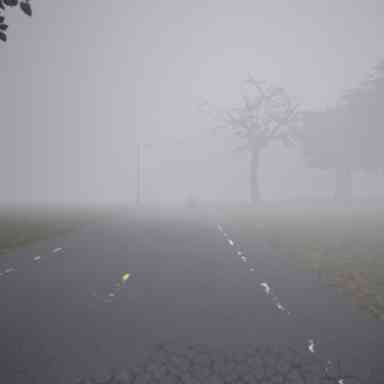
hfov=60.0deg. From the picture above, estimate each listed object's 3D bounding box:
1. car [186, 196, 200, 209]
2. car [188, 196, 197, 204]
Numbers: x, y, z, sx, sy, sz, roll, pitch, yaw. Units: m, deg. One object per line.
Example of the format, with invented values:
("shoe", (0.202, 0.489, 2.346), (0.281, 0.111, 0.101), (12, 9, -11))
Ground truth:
("car", (0.091, 1.563, 46.824), (2.033, 1.411, 5.357), (0, 0, 0))
("car", (0.086, 1.558, 66.073), (1.812, 1.442, 4.674), (0, 0, 0))
